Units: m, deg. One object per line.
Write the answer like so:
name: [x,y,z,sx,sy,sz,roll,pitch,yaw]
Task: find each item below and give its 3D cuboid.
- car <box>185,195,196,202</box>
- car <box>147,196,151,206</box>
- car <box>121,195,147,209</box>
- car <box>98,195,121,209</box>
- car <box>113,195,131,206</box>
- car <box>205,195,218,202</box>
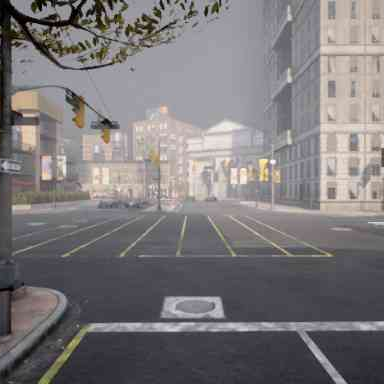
car: [-0.354,1.317,72.489,2.128,1.511,4.902,0,0,-8]
car: [-7.997,1.487,55.603,1.837,1.490,4.892,0,0,1]
car: [-7.997,1.477,46.225,2.128,1.511,4.902,0,0,1]
car: [-11.494,1.511,45.914,1.812,1.442,4.674,0,0,0]
car: [-11.498,1.335,54.930,2.097,1.767,4.553,0,0,0]
car: [4.216,1.441,72.515,1.994,1.385,4.181,0,0,20]
